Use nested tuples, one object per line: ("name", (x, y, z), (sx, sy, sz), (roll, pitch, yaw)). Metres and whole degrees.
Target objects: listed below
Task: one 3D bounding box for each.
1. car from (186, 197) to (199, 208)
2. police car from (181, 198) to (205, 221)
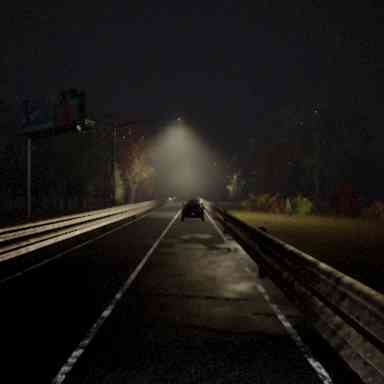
("car", (0.076, 1.729, 54.798), (2.033, 1.649, 4.856), (0, 0, 0))
("police car", (0.087, 1.595, 29.552), (1.930, 1.638, 5.238), (0, 0, 1))
